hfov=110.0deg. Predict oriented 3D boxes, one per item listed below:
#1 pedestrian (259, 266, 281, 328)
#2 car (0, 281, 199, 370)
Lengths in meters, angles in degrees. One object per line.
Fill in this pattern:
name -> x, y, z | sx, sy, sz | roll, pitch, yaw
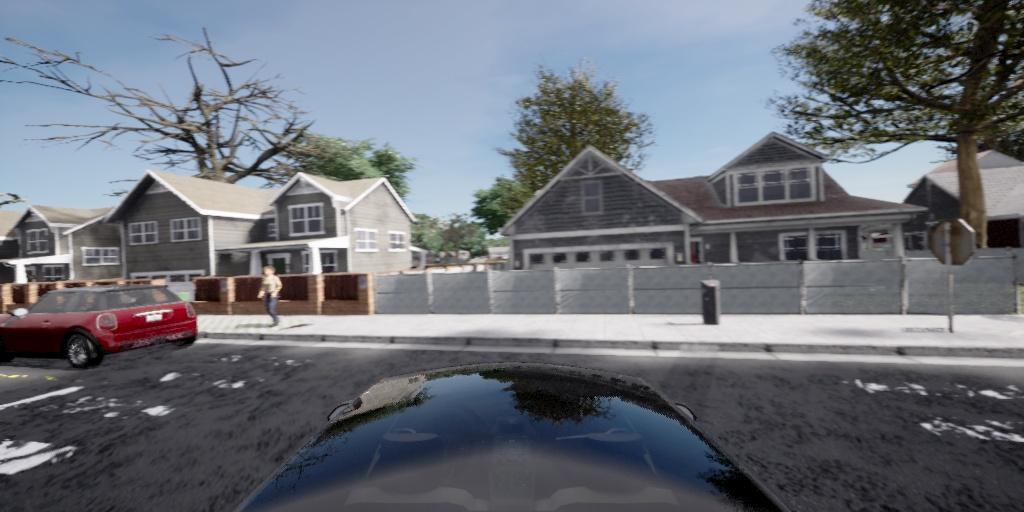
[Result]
pedestrian -> -7.131, 1.181, 10.628 | 0.375, 1.860, 0.375 | -3, 0, 15
car -> -10.335, 1.533, 8.835 | 4.553, 1.767, 2.097 | -2, 0, 15
